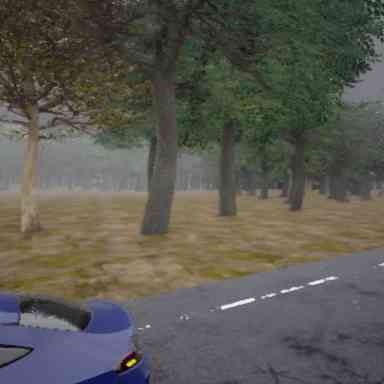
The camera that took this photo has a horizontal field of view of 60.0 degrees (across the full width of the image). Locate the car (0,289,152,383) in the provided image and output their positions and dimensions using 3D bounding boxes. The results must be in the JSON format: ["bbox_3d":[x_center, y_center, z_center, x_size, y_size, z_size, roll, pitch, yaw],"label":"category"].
[{"bbox_3d":[-2.521,1.527,2.192,4.674,1.442,1.812,0,0,-35],"label":"car"}]
